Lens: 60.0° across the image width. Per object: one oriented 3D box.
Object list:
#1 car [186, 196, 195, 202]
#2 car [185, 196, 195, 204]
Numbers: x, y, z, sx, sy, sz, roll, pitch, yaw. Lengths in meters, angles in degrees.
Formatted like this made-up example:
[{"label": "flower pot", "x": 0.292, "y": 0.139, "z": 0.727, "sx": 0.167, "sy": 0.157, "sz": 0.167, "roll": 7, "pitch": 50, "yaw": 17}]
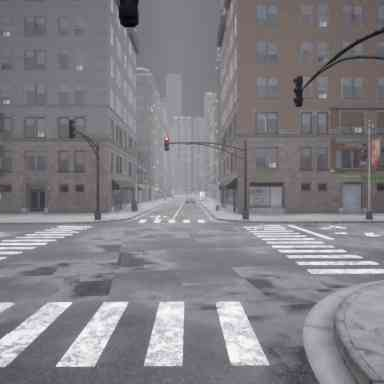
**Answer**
[{"label": "car", "x": -0.368, "y": 1.484, "z": 73.679, "sx": 1.895, "sy": 1.301, "sz": 4.718, "roll": 0, "pitch": 0, "yaw": 0}, {"label": "car", "x": -0.300, "y": 1.649, "z": 63.675, "sx": 1.895, "sy": 1.301, "sz": 4.718, "roll": 0, "pitch": 0, "yaw": 0}]
